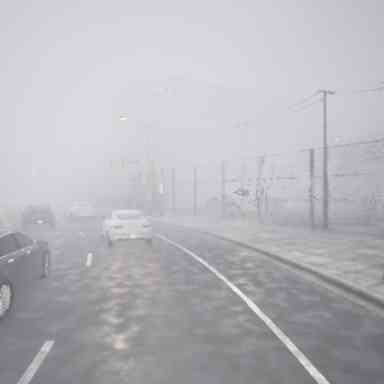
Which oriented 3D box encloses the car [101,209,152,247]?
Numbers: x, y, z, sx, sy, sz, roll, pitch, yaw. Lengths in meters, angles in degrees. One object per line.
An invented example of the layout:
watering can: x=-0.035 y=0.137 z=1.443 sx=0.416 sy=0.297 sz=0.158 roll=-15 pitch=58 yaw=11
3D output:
car: x=-3.063 y=1.511 z=15.163 sx=1.812 sy=1.442 sz=4.674 roll=0 pitch=0 yaw=-20

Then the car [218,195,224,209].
car: x=3.524 y=1.143 z=42.168 sx=2.185 sy=1.767 sz=4.553 roll=0 pitch=0 yaw=-31

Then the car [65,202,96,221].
car: x=-9.247 y=1.518 z=27.430 sx=1.812 sy=1.442 sz=4.674 roll=0 pitch=0 yaw=-30

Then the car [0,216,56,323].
car: x=-4.392 y=1.514 z=6.998 sx=1.837 sy=1.490 sz=4.892 roll=0 pitch=0 yaw=-10

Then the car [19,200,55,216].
car: x=-10.087 y=1.514 z=21.726 sx=1.837 sy=1.490 sz=4.892 roll=0 pitch=0 yaw=-28

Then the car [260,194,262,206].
car: x=10.031 y=1.250 z=46.093 sx=1.816 sy=1.474 sz=4.193 roll=0 pitch=0 yaw=-31
